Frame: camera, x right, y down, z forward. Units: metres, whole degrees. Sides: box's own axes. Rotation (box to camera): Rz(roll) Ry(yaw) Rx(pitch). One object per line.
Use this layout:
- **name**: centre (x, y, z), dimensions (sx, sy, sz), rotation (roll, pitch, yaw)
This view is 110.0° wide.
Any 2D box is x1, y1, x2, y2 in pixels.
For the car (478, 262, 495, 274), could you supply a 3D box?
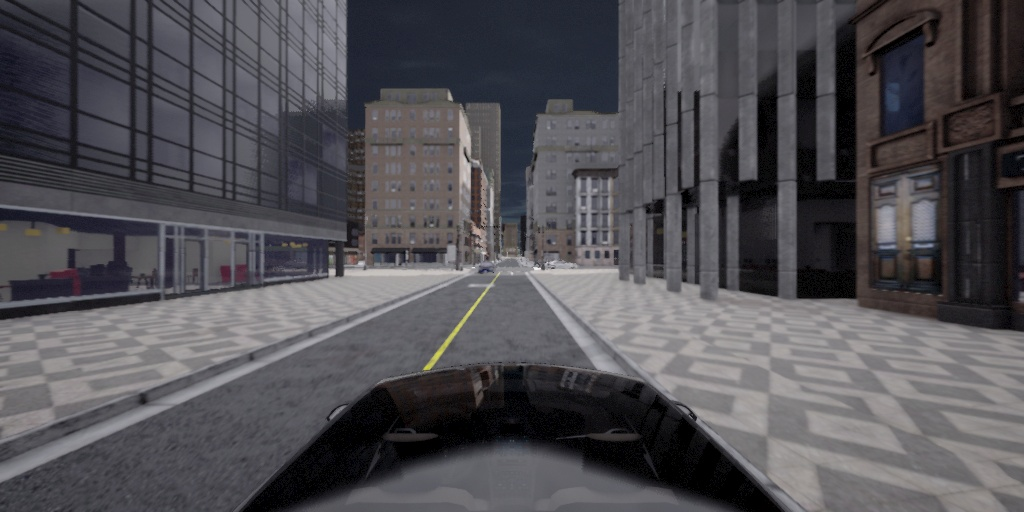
- **car**: centre (-2.985, 1.405, 42.783), dimensions (2.033, 1.411, 5.357), rotation (0, 0, 0)

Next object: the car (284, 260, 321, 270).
- **car**: centre (-30.148, 1.342, 51.729), dimensions (4.902, 1.511, 2.128), rotation (1, 0, 0)

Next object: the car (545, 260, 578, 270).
- **car**: centre (7.078, 1.337, 51.608), dimensions (4.674, 1.442, 1.812), rotation (0, 0, 0)
